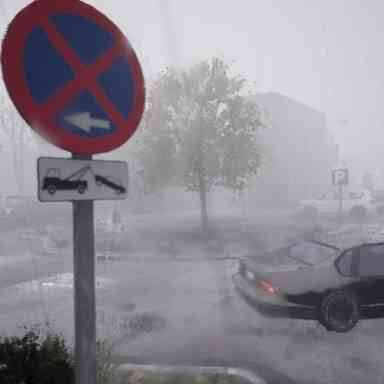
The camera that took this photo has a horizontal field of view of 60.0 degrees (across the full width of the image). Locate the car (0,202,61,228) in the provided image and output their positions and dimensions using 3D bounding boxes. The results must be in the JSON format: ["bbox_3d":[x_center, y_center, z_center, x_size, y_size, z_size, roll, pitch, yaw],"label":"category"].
[{"bbox_3d":[-11.850,1.547,23.554,2.163,1.488,4.792,0,0,20],"label":"car"}]

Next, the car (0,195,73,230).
[{"bbox_3d":[-9.601,1.249,21.699,2.435,2.045,5.566,-1,0,20],"label":"car"}]

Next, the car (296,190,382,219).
[{"bbox_3d":[10.716,0.931,25.012,5.566,2.045,2.435,-1,0,22],"label":"car"}]

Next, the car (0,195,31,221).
[{"bbox_3d":[-16.379,1.301,27.379,2.435,2.045,5.566,0,0,20],"label":"car"}]

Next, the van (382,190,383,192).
[{"bbox_3d":[18.619,0.775,34.031,4.442,1.987,1.878,-1,0,22],"label":"van"}]

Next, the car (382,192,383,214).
[{"bbox_3d":[14.914,1.082,29.437,5.366,1.575,1.946,-1,0,22],"label":"car"}]

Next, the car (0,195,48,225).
[{"bbox_3d":[-14.121,1.283,25.465,2.435,2.045,5.566,0,0,20],"label":"car"}]

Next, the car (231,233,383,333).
[{"bbox_3d":[3.487,1.518,6.310,5.357,1.411,2.033,0,1,-10],"label":"car"}]
